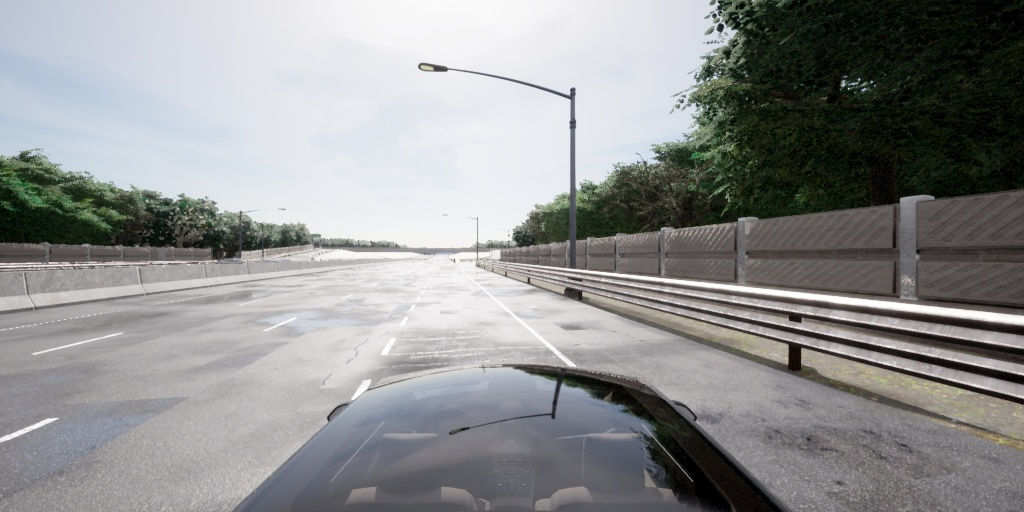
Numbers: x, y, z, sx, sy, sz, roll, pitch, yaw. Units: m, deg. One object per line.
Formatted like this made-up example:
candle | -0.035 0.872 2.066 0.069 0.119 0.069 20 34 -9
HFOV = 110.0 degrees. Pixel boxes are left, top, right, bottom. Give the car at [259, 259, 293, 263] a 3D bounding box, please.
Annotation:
car | -29.013 1.277 43.506 2.128 1.511 4.902 0 0 -10
